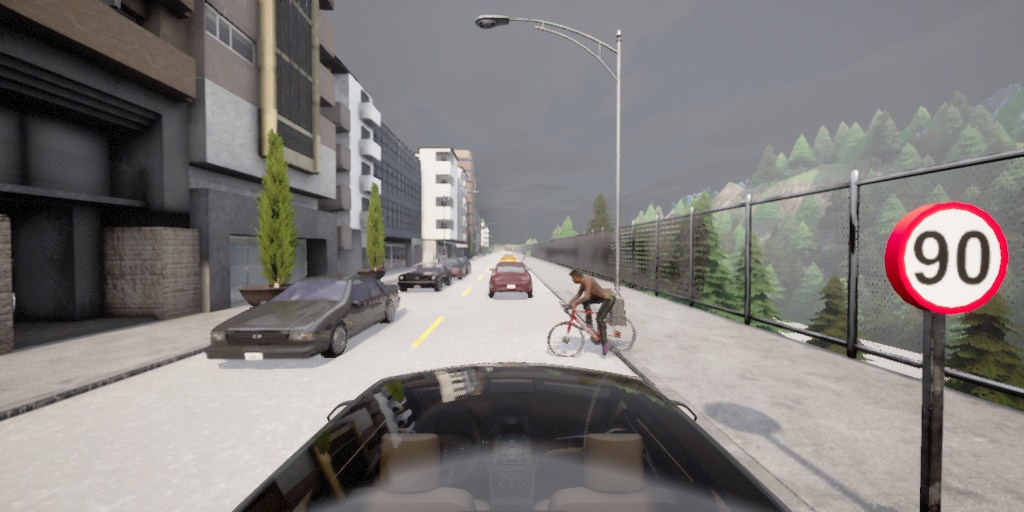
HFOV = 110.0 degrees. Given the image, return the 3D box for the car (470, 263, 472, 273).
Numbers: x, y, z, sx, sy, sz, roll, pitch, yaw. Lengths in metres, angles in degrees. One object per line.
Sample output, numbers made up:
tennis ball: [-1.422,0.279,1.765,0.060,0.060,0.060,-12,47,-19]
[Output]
car: [-4.376,0.790,28.858,1.994,1.385,4.181,0,1,0]

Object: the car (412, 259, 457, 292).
car: [-4.282,1.031,18.354,1.895,1.301,4.718,0,1,0]

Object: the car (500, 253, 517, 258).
car: [-0.391,0.436,42.602,1.882,1.535,5.008,0,1,-1]

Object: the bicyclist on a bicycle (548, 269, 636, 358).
bicyclist on a bicycle: [1.430,1.045,6.632,1.656,1.620,0.582,-6,1,-1]

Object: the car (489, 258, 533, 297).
car: [-0.064,0.990,16.414,1.812,1.442,4.674,0,1,-1]

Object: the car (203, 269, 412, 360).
car: [-4.168,1.170,8.393,2.033,1.411,5.357,0,1,-1]

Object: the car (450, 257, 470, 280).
car: [-4.264,0.874,24.565,1.994,1.385,4.181,0,1,-1]
